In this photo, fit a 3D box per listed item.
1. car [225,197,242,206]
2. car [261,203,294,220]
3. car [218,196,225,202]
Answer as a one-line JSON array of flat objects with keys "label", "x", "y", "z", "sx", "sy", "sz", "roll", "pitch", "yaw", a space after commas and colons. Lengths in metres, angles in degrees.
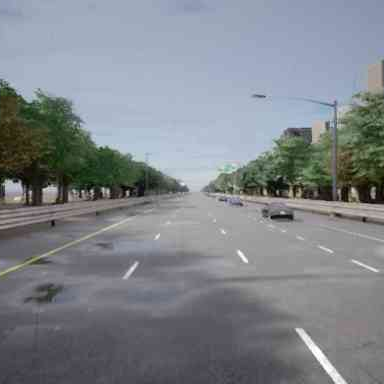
[{"label": "car", "x": 7.179, "y": 1.585, "z": 55.355, "sx": 2.033, "sy": 1.411, "sz": 5.357, "roll": 0, "pitch": 0, "yaw": 0}, {"label": "car", "x": 7.048, "y": 1.579, "z": 27.795, "sx": 1.994, "sy": 1.385, "sz": 4.181, "roll": 0, "pitch": 0, "yaw": 0}, {"label": "car", "x": 7.361, "y": 1.609, "z": 79.510, "sx": 1.994, "sy": 1.385, "sz": 4.181, "roll": 0, "pitch": 0, "yaw": 1}]
